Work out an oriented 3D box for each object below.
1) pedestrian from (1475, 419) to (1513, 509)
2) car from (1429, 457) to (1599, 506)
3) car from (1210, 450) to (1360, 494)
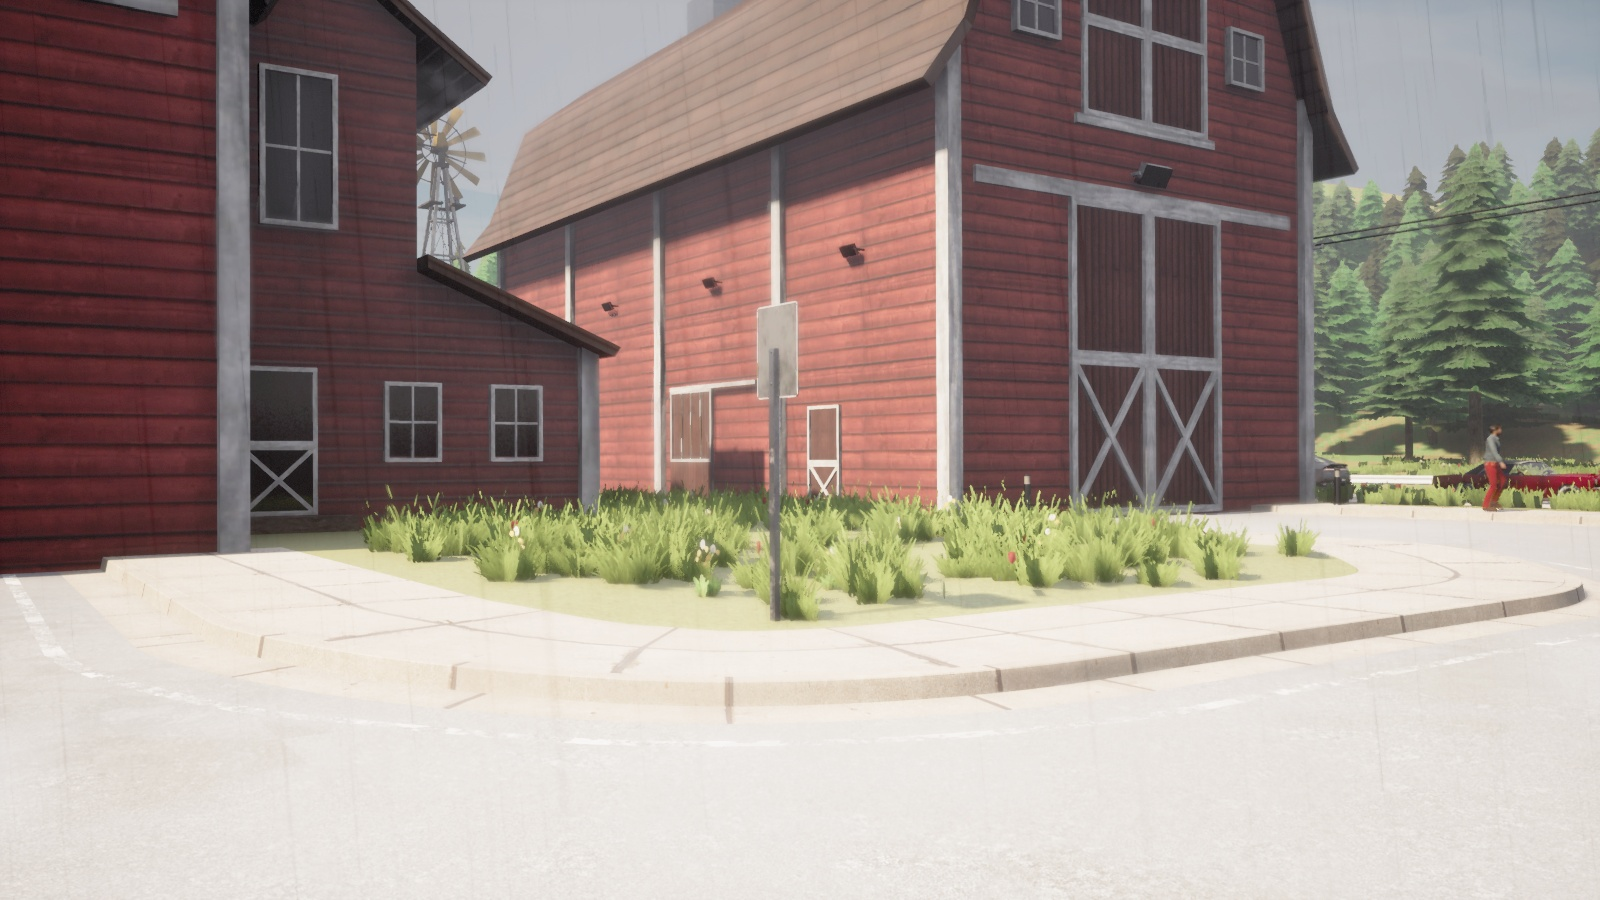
[{"bbox_3d":[14.341,0.287,25.952,0.614,1.847,0.353,-1,0,36],"label":"pedestrian"},{"bbox_3d":[20.995,0.865,36.269,1.895,1.301,4.718,0,0,-34],"label":"car"},{"bbox_3d":[18.058,0.798,46.987,2.128,1.511,4.902,0,0,-34],"label":"car"}]
